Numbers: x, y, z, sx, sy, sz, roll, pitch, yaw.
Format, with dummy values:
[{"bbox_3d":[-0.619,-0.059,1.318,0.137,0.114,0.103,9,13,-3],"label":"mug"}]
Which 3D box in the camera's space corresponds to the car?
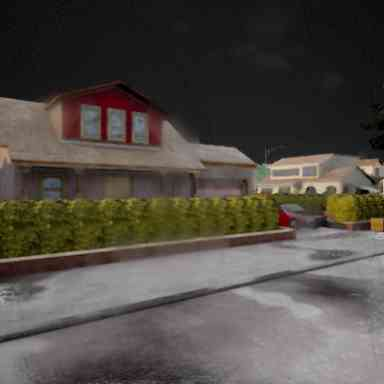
[{"bbox_3d":[5.140,1.332,19.069,2.033,1.415,5.357,0,0,-33],"label":"car"}]
